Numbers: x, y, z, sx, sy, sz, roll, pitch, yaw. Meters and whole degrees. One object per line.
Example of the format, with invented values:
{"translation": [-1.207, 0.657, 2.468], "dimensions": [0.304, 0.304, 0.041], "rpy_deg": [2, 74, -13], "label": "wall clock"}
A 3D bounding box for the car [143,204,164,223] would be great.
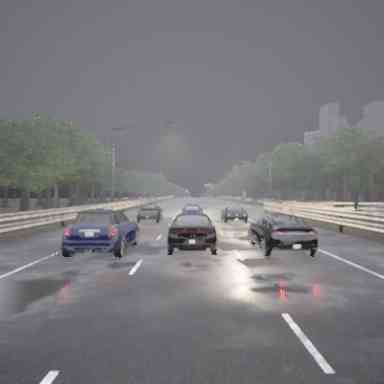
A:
{"translation": [-3.480, 1.768, 28.516], "dimensions": [2.128, 1.511, 4.902], "rpy_deg": [0, 0, 0], "label": "car"}

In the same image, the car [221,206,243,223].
{"translation": [3.518, 1.874, 28.260], "dimensions": [1.895, 1.301, 4.718], "rpy_deg": [0, 0, 0], "label": "car"}

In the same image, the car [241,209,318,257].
{"translation": [3.520, 1.628, 13.524], "dimensions": [2.128, 1.511, 4.902], "rpy_deg": [0, 0, 0], "label": "car"}

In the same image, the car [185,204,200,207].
{"translation": [0.023, 1.804, 28.901], "dimensions": [1.812, 1.442, 4.674], "rpy_deg": [0, 0, 0], "label": "car"}

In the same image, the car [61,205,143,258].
{"translation": [-3.478, 1.486, 13.444], "dimensions": [2.097, 1.767, 4.553], "rpy_deg": [0, -1, 0], "label": "car"}

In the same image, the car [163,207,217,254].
{"translation": [0.027, 1.620, 14.246], "dimensions": [1.882, 1.535, 5.008], "rpy_deg": [0, 0, 0], "label": "car"}
